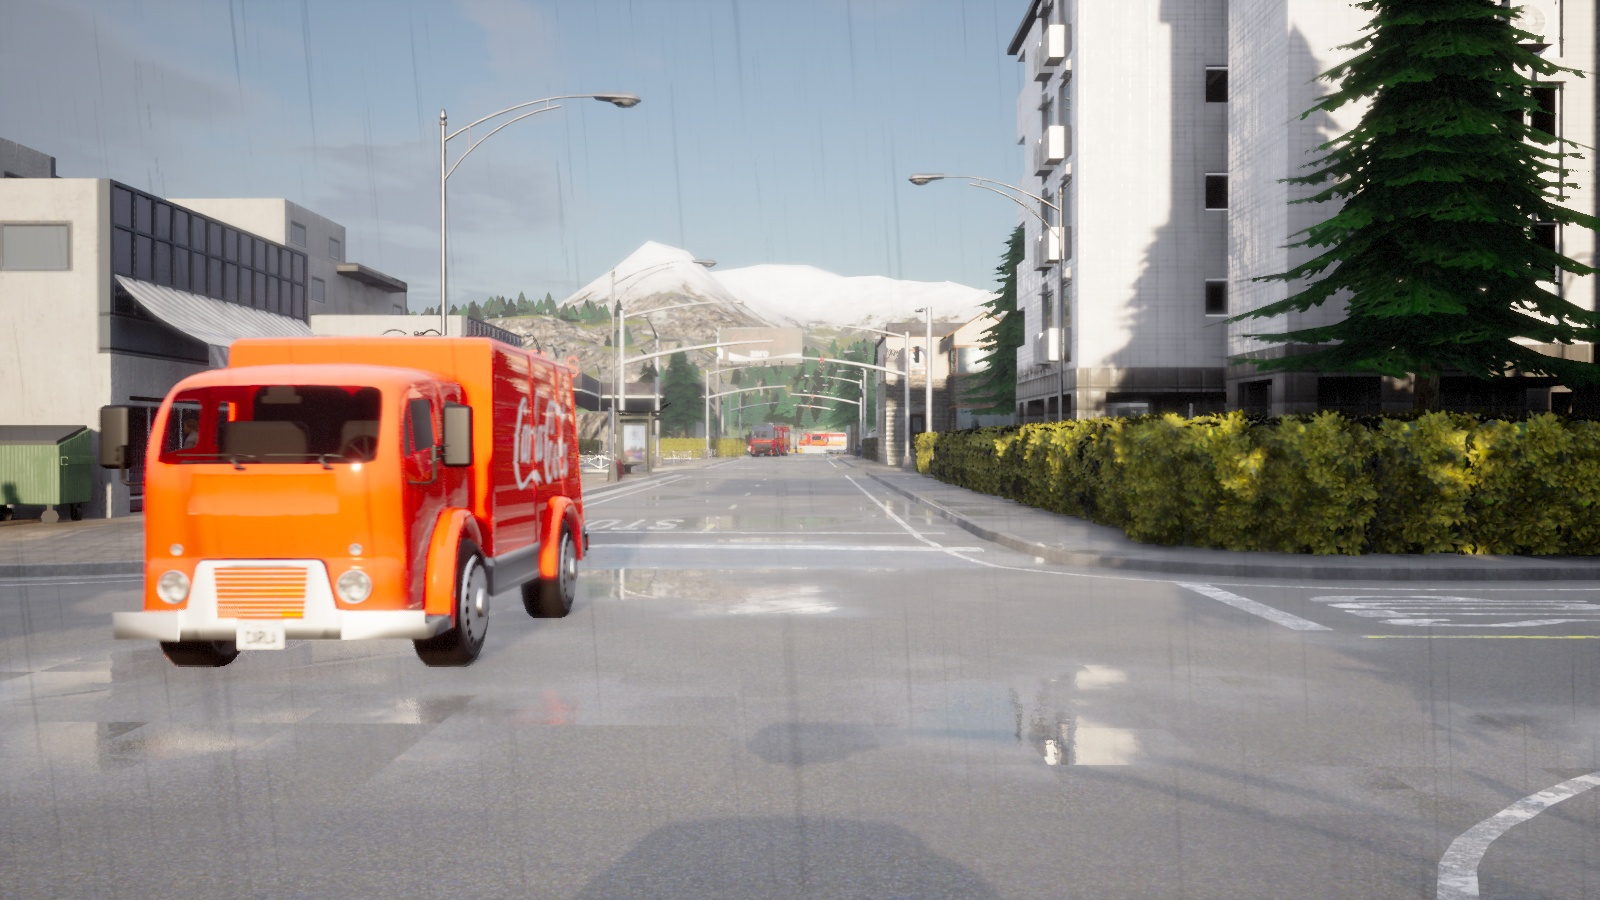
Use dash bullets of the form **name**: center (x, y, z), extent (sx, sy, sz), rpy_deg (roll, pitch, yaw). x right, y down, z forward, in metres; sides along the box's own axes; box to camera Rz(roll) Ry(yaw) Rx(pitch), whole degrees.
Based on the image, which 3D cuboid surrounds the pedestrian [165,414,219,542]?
- **pedestrian**: center (-8.829, 0.401, 18.243), extent (0.634, 1.846, 0.331), rpy_deg (0, 0, -5)

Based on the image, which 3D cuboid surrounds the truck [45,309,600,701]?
- **truck**: center (-3.422, 0.323, 10.509), extent (2.627, 2.467, 5.204), rpy_deg (0, 1, 0)
